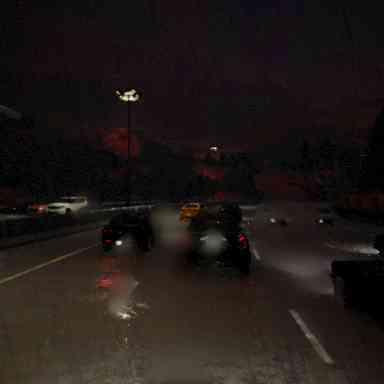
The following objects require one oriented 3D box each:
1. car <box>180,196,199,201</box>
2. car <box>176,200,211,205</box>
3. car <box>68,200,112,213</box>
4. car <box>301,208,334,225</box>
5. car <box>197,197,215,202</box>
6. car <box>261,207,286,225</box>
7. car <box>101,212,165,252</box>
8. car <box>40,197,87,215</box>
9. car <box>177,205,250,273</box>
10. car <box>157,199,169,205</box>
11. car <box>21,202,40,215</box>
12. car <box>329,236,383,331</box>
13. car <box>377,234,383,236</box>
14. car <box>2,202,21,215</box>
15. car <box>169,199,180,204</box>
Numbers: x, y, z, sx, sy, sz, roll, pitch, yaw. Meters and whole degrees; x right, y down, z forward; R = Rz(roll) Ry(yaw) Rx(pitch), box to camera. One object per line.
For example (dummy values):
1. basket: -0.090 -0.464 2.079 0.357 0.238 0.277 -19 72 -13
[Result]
1. car: 0.153 1.962 73.092 2.150 2.045 5.566 0 -1 26
2. car: 0.227 1.806 30.916 1.882 1.535 5.008 0 -1 12
3. car: -10.015 1.869 34.239 2.033 1.411 5.357 0 -1 13
4. car: 10.102 1.929 27.050 1.895 1.301 4.718 0 -1 11
5. car: 3.630 2.258 72.219 2.128 1.511 4.902 0 -1 26
6. car: 6.592 1.918 27.310 1.895 1.301 4.718 0 -1 11
7. car: -2.431 1.651 14.672 1.837 1.490 4.892 0 -1 6
8. car: -13.249 1.544 35.753 2.150 2.045 5.566 0 0 13
9. car: 0.769 1.475 11.309 2.097 1.767 4.553 0 -1 5
10. car: -6.204 2.266 76.027 2.128 1.511 4.902 0 -1 26
11. car: -16.394 1.682 37.496 2.097 1.767 4.553 0 -1 14
12. car: 3.808 1.673 5.143 1.895 1.301 4.718 0 -1 3
13. car: 7.643 1.689 10.248 2.033 1.411 5.357 0 -1 5
14. car: -19.729 1.853 38.625 1.812 1.442 4.674 0 -1 14
15. car: -2.553 2.233 75.503 1.837 1.490 4.892 0 -1 26
